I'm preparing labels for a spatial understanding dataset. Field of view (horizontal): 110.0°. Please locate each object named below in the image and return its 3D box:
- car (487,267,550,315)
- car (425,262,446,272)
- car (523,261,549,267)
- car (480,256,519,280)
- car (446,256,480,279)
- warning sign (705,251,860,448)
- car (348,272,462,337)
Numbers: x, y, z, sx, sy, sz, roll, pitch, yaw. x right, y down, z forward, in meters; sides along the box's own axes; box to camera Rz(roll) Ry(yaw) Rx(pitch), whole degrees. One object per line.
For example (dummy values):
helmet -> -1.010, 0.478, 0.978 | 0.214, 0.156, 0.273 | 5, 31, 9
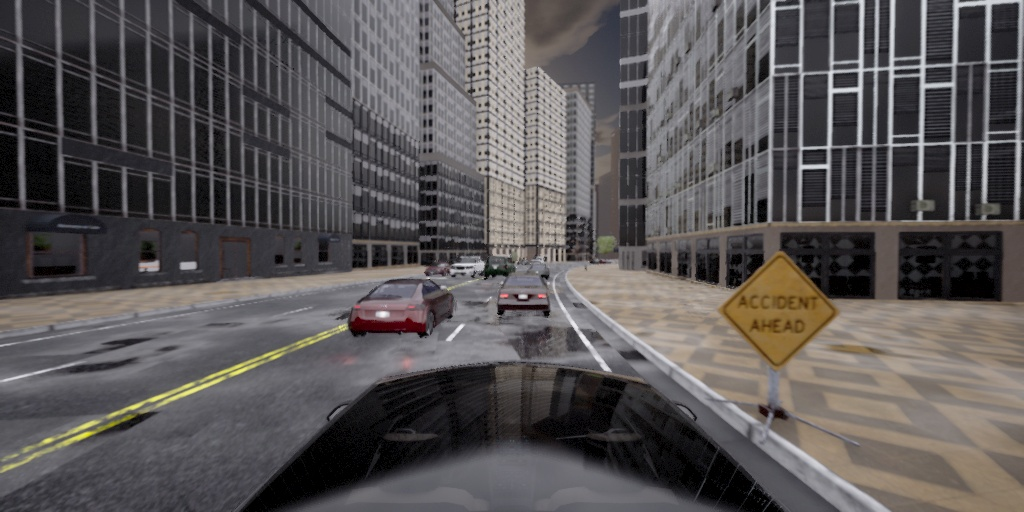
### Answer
car -> 0.483, 1.322, 13.704 | 2.033, 1.411, 5.357 | 0, 0, 3
car -> -7.202, 1.325, 36.039 | 1.812, 1.442, 4.674 | 0, 0, 9
car -> 2.475, 1.400, 33.521 | 1.994, 1.385, 4.181 | 0, 0, 8
car -> -1.020, 1.038, 32.082 | 2.150, 2.045, 5.566 | 0, 0, 8
car -> -4.187, 1.029, 34.336 | 2.150, 2.045, 5.566 | 0, 0, 8
warning sign -> 2.857, 0.875, 3.936 | 1.300, 1.860, 1.060 | 0, 0, 1
car -> -2.912, 1.324, 10.335 | 1.994, 1.385, 4.181 | 0, 0, 3
